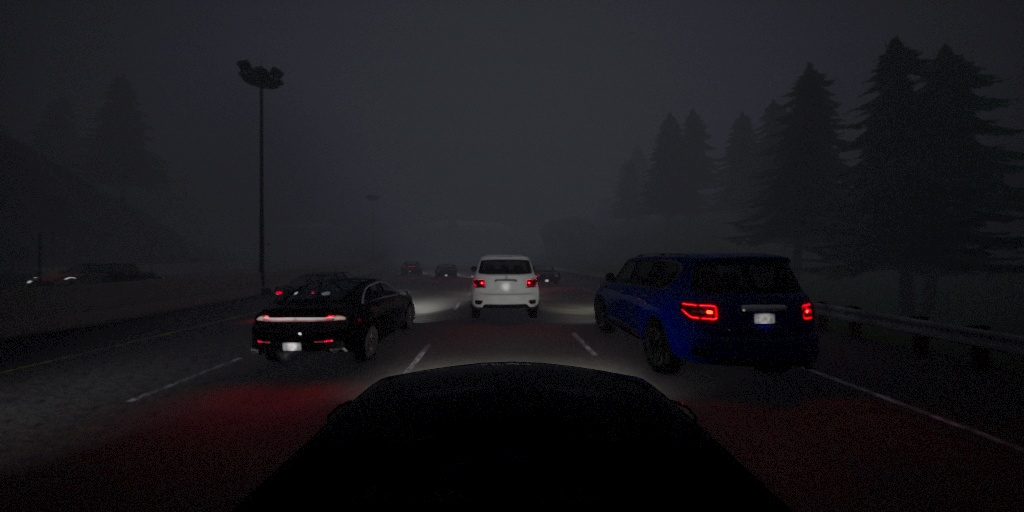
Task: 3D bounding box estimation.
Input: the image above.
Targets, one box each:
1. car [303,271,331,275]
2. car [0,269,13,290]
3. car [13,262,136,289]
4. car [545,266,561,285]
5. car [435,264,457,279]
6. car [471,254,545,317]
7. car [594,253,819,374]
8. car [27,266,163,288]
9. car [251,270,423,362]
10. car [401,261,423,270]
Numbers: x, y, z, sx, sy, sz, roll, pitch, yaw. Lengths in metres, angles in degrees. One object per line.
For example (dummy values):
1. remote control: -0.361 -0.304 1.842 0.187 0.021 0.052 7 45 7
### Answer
1. car: -7.415 1.302 14.591 2.033 1.411 5.357 0 0 -4
2. car: -29.223 1.392 20.527 1.895 1.301 4.718 0 0 -6
3. car: -22.051 1.131 18.878 2.097 1.767 4.553 0 0 -6
4. car: 2.053 1.330 25.868 1.895 1.301 4.718 0 0 -7
5. car: -5.956 1.340 32.748 1.895 1.301 4.718 0 0 -9
6. car: -0.333 0.964 13.242 2.150 2.045 5.566 0 0 -3
7. car: 3.427 0.961 7.662 2.150 2.045 5.566 0 0 -2
8. car: -18.305 1.338 16.364 1.994 1.385 4.181 0 0 -5
9. car: -3.613 1.244 8.198 2.128 1.511 4.902 0 0 -2
10. car: -10.160 1.236 36.541 2.128 1.511 4.902 0 0 -10
